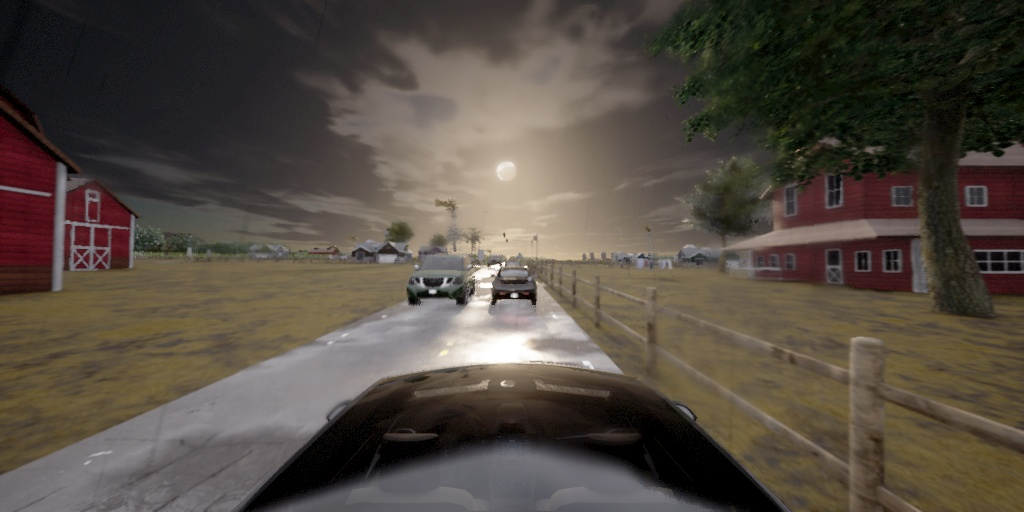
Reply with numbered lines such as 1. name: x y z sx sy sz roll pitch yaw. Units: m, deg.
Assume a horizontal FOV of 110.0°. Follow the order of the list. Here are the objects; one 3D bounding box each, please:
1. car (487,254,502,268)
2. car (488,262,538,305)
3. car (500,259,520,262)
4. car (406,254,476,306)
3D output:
1. car: -2.740 0.712 57.116 2.150 2.045 5.566 0 0 0
2. car: 0.090 1.202 15.744 1.837 1.490 4.892 0 0 0
3. car: 0.104 1.192 33.493 1.837 1.490 4.892 0 0 0
4. car: -2.847 0.918 15.613 2.150 2.045 5.566 0 0 0
